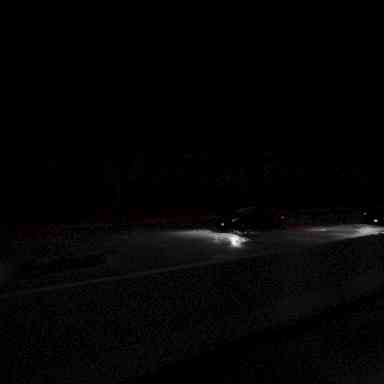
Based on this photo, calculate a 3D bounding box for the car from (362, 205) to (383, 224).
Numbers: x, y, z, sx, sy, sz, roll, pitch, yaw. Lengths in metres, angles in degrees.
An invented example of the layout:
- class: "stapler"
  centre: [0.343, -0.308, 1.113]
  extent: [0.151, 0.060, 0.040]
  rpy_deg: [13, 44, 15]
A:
- class: "car"
  centre: [13.667, 1.535, 22.879]
  extent: [4.718, 1.301, 1.895]
  rpy_deg: [0, 0, -37]

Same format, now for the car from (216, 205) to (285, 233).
- class: "car"
  centre: [3.538, 1.487, 19.623]
  extent: [4.674, 1.442, 1.812]
  rpy_deg: [0, 0, -37]
